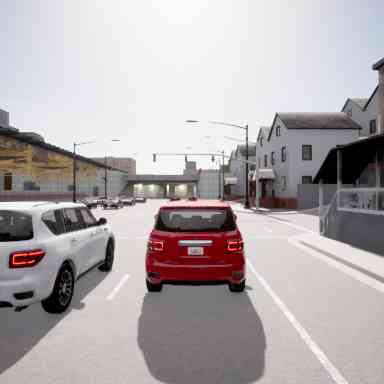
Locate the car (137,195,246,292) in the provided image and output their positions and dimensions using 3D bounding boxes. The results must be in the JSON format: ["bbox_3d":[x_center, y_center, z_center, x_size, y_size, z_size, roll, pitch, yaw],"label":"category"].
[{"bbox_3d":[0.099,1.221,9.049,2.150,2.045,5.566,0,0,1],"label":"car"}]

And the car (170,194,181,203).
[{"bbox_3d":[-3.338,1.352,69.181,2.097,1.767,4.553,0,0,0],"label":"car"}]

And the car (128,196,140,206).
[{"bbox_3d":[-10.464,1.547,54.409,2.033,1.411,5.357,0,0,0],"label":"car"}]

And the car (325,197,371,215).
[{"bbox_3d":[13.665,1.192,28.732,4.181,1.385,1.994,-13,0,-1],"label":"car"}]

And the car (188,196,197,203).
[{"bbox_3d":[0.160,1.503,69.203,1.837,1.490,4.892,0,0,0],"label":"car"}]

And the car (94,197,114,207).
[{"bbox_3d":[-13.965,1.526,52.989,1.812,1.442,4.674,0,0,0],"label":"car"}]

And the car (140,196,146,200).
[{"bbox_3d":[-10.358,1.548,67.040,2.033,1.411,5.357,0,0,1],"label":"car"}]

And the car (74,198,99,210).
[{"bbox_3d":[-13.996,1.564,44.248,1.994,1.385,4.181,0,0,0],"label":"car"}]

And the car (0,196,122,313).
[{"bbox_3d":[-3.409,1.221,7.786,2.150,2.045,5.566,0,0,1],"label":"car"}]

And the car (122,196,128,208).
[{"bbox_3d":[-10.495,1.491,44.660,2.128,1.511,4.902,0,0,0],"label":"car"}]

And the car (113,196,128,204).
[{"bbox_3d":[-13.875,1.506,65.210,1.837,1.490,4.892,0,0,1],"label":"car"}]
